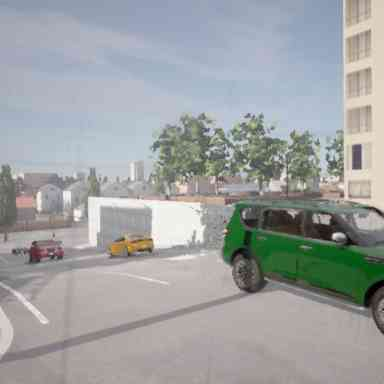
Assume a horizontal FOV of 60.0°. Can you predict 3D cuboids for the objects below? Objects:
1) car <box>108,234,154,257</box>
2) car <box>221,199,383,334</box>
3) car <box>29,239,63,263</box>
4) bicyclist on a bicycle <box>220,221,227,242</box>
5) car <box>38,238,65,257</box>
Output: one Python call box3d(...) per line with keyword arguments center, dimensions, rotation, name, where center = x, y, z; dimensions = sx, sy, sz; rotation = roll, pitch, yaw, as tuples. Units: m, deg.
box3d(center=(-4.613, 3.881, 24.401), dimensions=(1.882, 1.535, 5.008), rotation=(-1, -9, -35), name="car")
box3d(center=(2.944, 1.220, 6.951), dimensions=(2.150, 2.045, 5.566), rotation=(-2, 1, -35), name="car")
box3d(center=(-13.729, 5.436, 31.011), dimensions=(2.150, 2.045, 5.566), rotation=(-1, -9, -35), name="car")
box3d(center=(2.848, 3.128, 26.308), dimensions=(1.656, 1.620, 0.582), rotation=(-2, -7, -34), name="bicyclist on a bicycle")
box3d(center=(-19.160, 7.515, 45.244), dimensions=(2.150, 2.045, 5.566), rotation=(-2, -4, -35), name="car")
